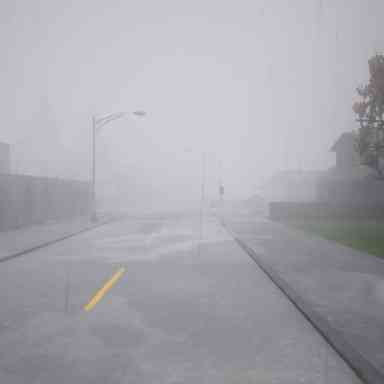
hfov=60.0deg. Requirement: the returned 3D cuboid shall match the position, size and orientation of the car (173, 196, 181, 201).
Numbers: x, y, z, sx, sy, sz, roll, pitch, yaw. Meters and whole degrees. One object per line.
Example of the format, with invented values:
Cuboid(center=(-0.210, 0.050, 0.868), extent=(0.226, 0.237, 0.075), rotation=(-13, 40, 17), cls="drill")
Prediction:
Cuboid(center=(-4.000, 1.726, 89.122), extent=(1.812, 1.442, 4.674), rotation=(0, 0, 0), cls="car")
